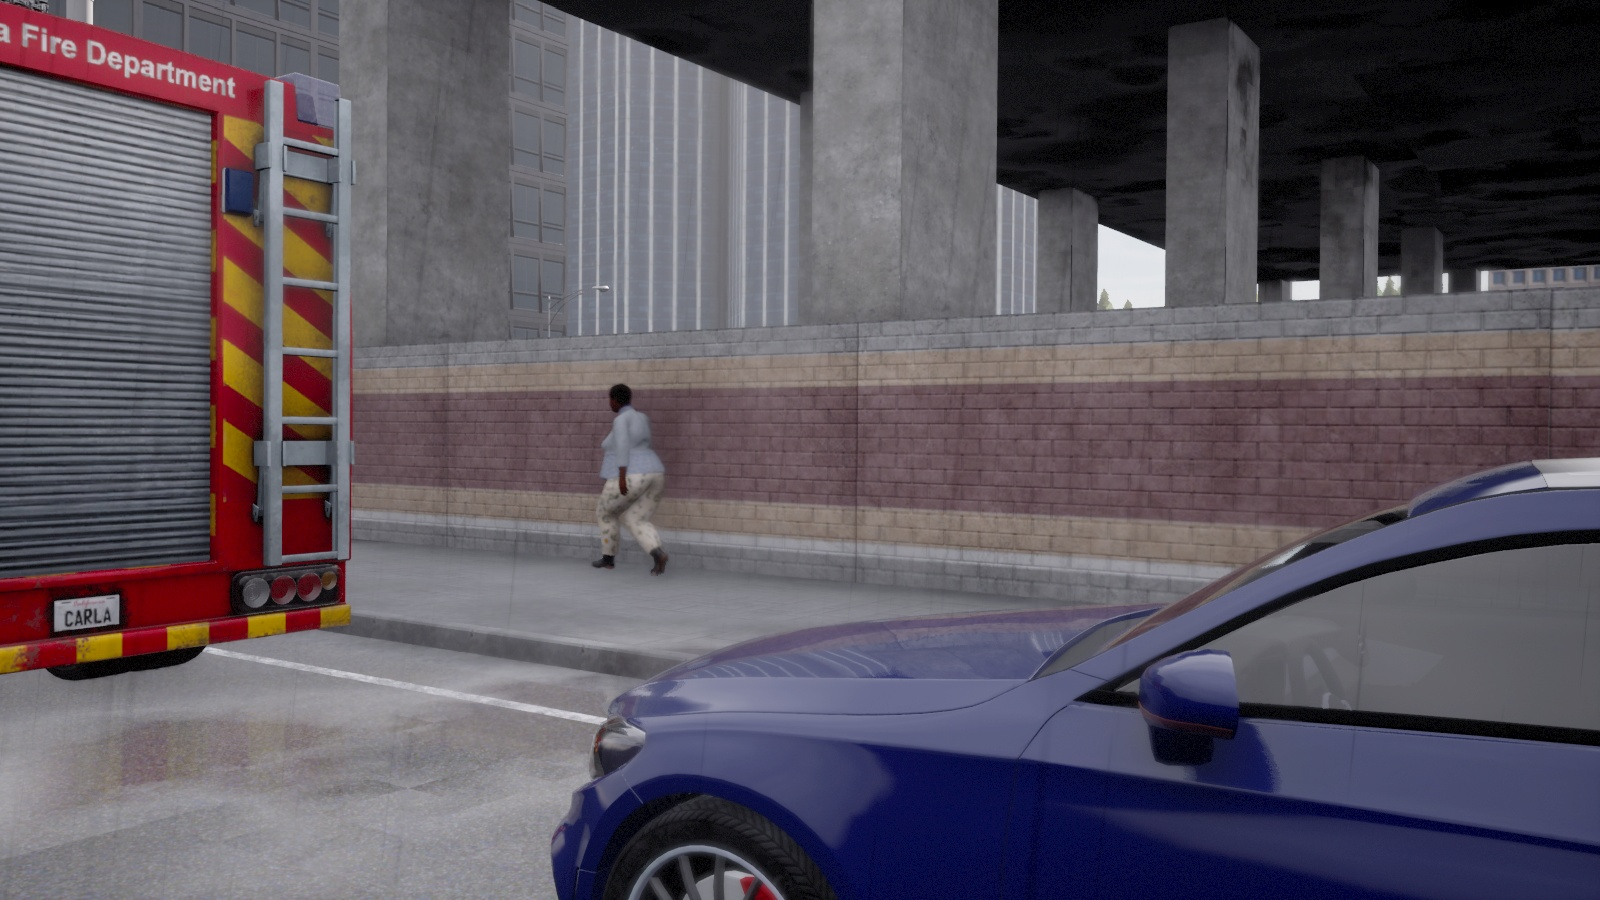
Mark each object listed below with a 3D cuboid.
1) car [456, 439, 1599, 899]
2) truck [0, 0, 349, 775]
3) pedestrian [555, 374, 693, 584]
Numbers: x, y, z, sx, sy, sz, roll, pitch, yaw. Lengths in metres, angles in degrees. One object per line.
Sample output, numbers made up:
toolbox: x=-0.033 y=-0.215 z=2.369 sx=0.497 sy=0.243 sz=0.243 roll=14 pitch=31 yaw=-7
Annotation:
car: x=1.618 y=0.708 z=2.546 sx=4.674 sy=1.442 sz=1.812 roll=0 pitch=1 yaw=33
truck: x=-6.880 y=-0.483 z=8.172 sx=8.468 sy=3.827 sz=2.891 roll=0 pitch=1 yaw=34
pedestrian: x=-1.628 y=0.248 z=11.688 sx=0.900 sy=1.855 sz=0.874 roll=0 pitch=1 yaw=33
